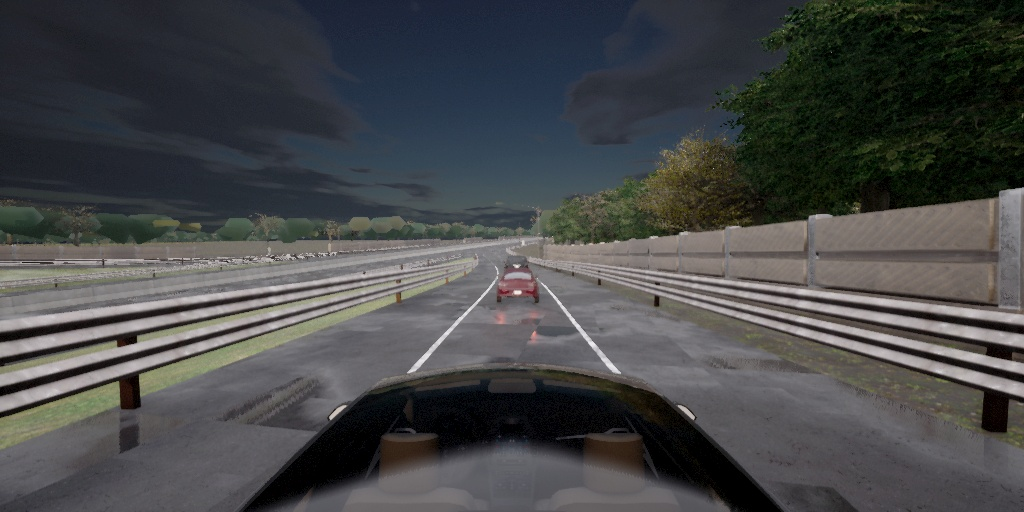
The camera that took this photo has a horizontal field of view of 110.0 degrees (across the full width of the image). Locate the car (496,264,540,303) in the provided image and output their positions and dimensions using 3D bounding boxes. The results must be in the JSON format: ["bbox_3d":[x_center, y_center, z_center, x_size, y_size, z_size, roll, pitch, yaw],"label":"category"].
[{"bbox_3d":[0.281,1.269,16.413,1.812,1.442,4.674,0,0,1],"label":"car"}]

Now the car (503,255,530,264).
[{"bbox_3d":[0.374,0.976,31.519,2.150,2.045,5.566,0,0,-1],"label":"car"}]
